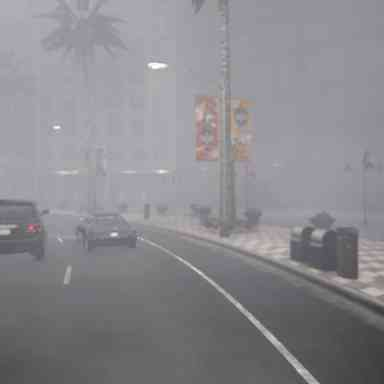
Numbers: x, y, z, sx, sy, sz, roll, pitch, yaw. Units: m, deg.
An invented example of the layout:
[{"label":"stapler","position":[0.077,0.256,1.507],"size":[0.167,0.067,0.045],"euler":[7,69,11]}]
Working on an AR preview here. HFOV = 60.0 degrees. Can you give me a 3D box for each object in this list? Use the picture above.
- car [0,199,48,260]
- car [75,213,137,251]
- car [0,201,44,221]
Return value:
[{"label":"car","position":[-6.557,1.255,12.220],"size":[2.150,2.045,5.566],"euler":[0,0,-23]},{"label":"car","position":[-3.836,1.588,14.481],"size":[1.994,1.385,4.181],"euler":[0,0,-26]},{"label":"car","position":[-14.625,1.597,28.454],"size":[4.674,1.442,1.812],"euler":[0,0,41]}]
